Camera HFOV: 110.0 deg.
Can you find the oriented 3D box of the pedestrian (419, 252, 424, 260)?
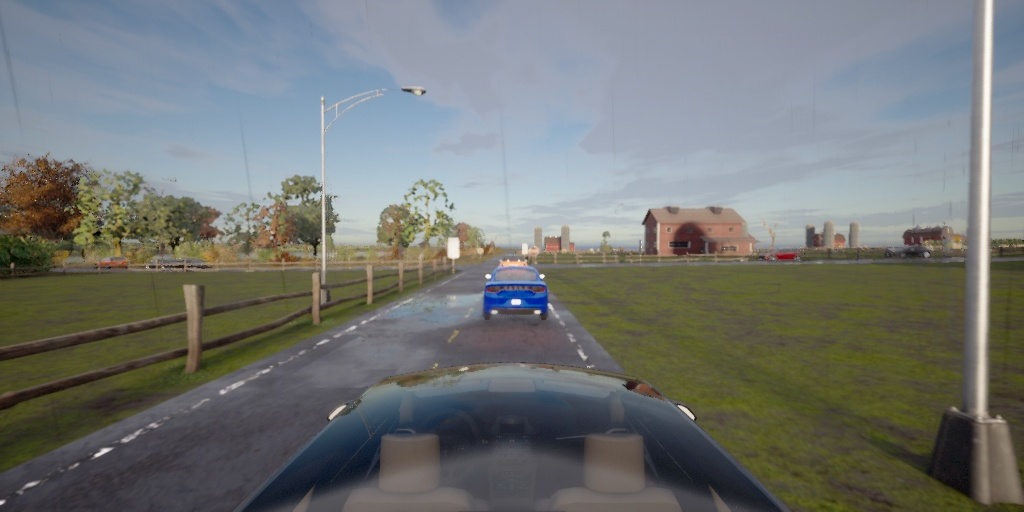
[{"bbox_3d":[-12.144,0.362,48.231,0.375,1.860,0.375,0,2,0],"label":"pedestrian"}]

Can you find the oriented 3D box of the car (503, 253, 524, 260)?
[{"bbox_3d":[0.109,0.668,26.808,2.097,1.767,4.553,0,1,0],"label":"car"}]

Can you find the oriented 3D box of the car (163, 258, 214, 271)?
[{"bbox_3d":[-38.565,1.061,43.166,4.892,1.490,1.837,-1,2,8],"label":"car"}]

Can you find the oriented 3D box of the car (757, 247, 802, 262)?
[{"bbox_3d":[33.382,-0.160,44.816,4.553,1.767,2.097,-1,1,1],"label":"car"}]

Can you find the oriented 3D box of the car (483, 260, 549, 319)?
[{"bbox_3d":[0.108,1.049,12.038,1.882,1.535,5.008,0,1,0],"label":"car"}]
